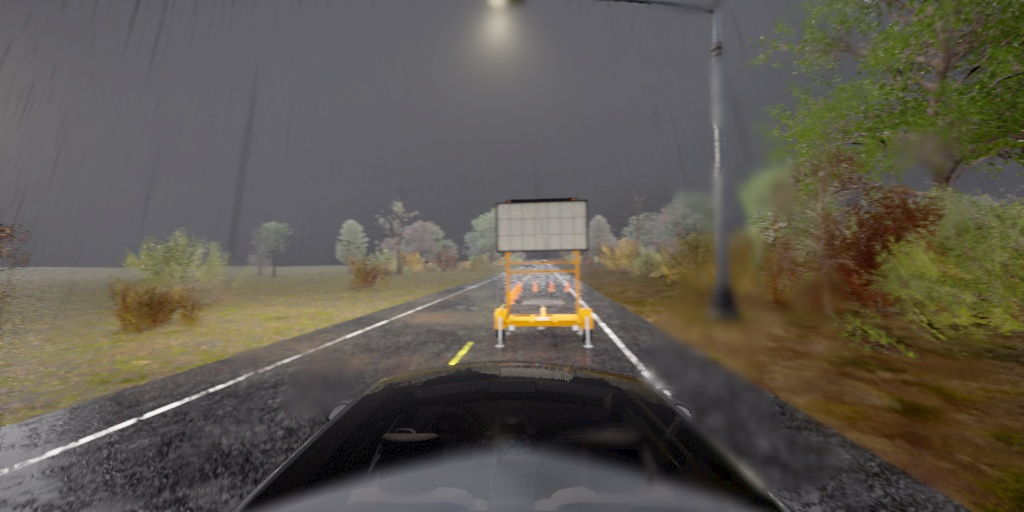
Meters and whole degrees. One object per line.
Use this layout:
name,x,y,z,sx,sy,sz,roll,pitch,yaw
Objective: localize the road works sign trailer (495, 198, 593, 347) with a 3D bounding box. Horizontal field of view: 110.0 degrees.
road works sign trailer,0.839,0.289,9.525,2.380,3.560,2.880,0,0,5
